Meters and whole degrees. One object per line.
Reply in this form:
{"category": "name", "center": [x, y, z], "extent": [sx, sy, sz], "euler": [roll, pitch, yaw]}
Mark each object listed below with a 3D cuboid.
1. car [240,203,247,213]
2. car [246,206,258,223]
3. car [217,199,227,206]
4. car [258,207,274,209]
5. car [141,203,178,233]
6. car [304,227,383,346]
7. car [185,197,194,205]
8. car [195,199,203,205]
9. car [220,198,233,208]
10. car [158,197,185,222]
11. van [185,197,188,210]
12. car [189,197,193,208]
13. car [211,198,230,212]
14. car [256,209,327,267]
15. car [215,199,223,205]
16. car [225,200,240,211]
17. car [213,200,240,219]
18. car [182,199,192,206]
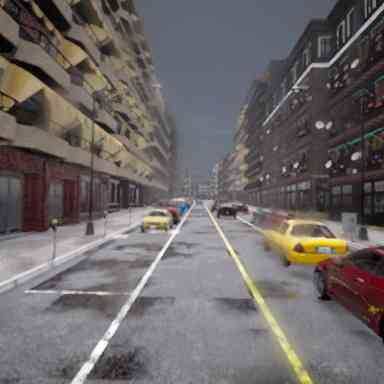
{"category": "car", "center": [6.239, 2.077, 43.250], "extent": [1.887, 1.381, 4.507], "euler": [2, -1, 1]}
{"category": "car", "center": [5.869, 1.901, 26.664], "extent": [2.008, 1.369, 4.403], "euler": [2, -1, 1]}
{"category": "car", "center": [6.947, 2.380, 76.428], "extent": [1.967, 1.590, 4.097], "euler": [2, -1, 1]}
{"category": "car", "center": [5.746, 1.838, 21.133], "extent": [1.887, 1.381, 4.507], "euler": [2, -1, 1]}
{"category": "car", "center": [-2.133, 1.695, 21.204], "extent": [1.752, 1.417, 4.829], "euler": [2, -1, 1]}
{"category": "car", "center": [3.643, 1.636, 5.724], "extent": [1.812, 1.442, 4.674], "euler": [1, -1, 1]}
{"category": "car", "center": [-0.644, 2.284, 87.720], "extent": [2.192, 1.841, 5.009], "euler": [2, -1, 1]}
{"category": "car", "center": [1.857, 2.588, 86.096], "extent": [1.895, 1.301, 4.718], "euler": [1, -1, 1]}
{"category": "car", "center": [6.706, 2.113, 65.370], "extent": [2.192, 1.841, 5.009], "euler": [2, -1, 1]}
{"category": "car", "center": [-1.997, 1.544, 26.906], "extent": [2.192, 1.841, 5.009], "euler": [2, -1, 1]}
{"category": "van", "center": [-1.751, 1.688, 37.961], "extent": [1.690, 1.788, 3.998], "euler": [2, -1, 1]}
{"category": "car", "center": [-1.382, 1.856, 54.549], "extent": [2.192, 1.841, 5.009], "euler": [2, -1, 1]}
{"category": "car", "center": [3.737, 1.882, 46.698], "extent": [2.097, 1.767, 4.553], "euler": [1, -1, 1]}
{"category": "car", "center": [3.782, 1.627, 11.916], "extent": [1.801, 1.575, 5.366], "euler": [1, -1, 1]}
{"category": "car", "center": [7.188, 2.672, 87.486], "extent": [1.802, 1.307, 4.206], "euler": [2, -1, 1]}
{"category": "car", "center": [6.497, 2.103, 54.310], "extent": [1.967, 1.590, 4.097], "euler": [2, -1, 1]}
{"category": "car", "center": [3.488, 1.870, 34.377], "extent": [1.882, 1.535, 5.008], "euler": [1, -1, 2]}
{"category": "car", "center": [-1.022, 2.312, 71.133], "extent": [1.947, 1.339, 4.313], "euler": [2, -1, 1]}
